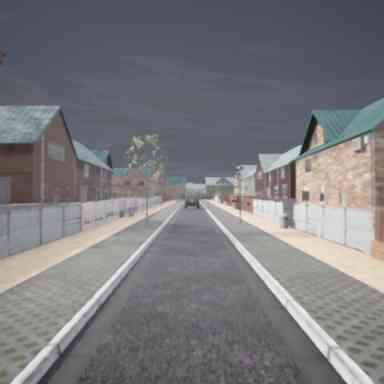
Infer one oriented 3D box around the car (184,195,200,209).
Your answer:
[{"bbox_3d":[0.014,1.377,47.844,2.150,2.045,5.566,0,0,0],"label":"car"}]
